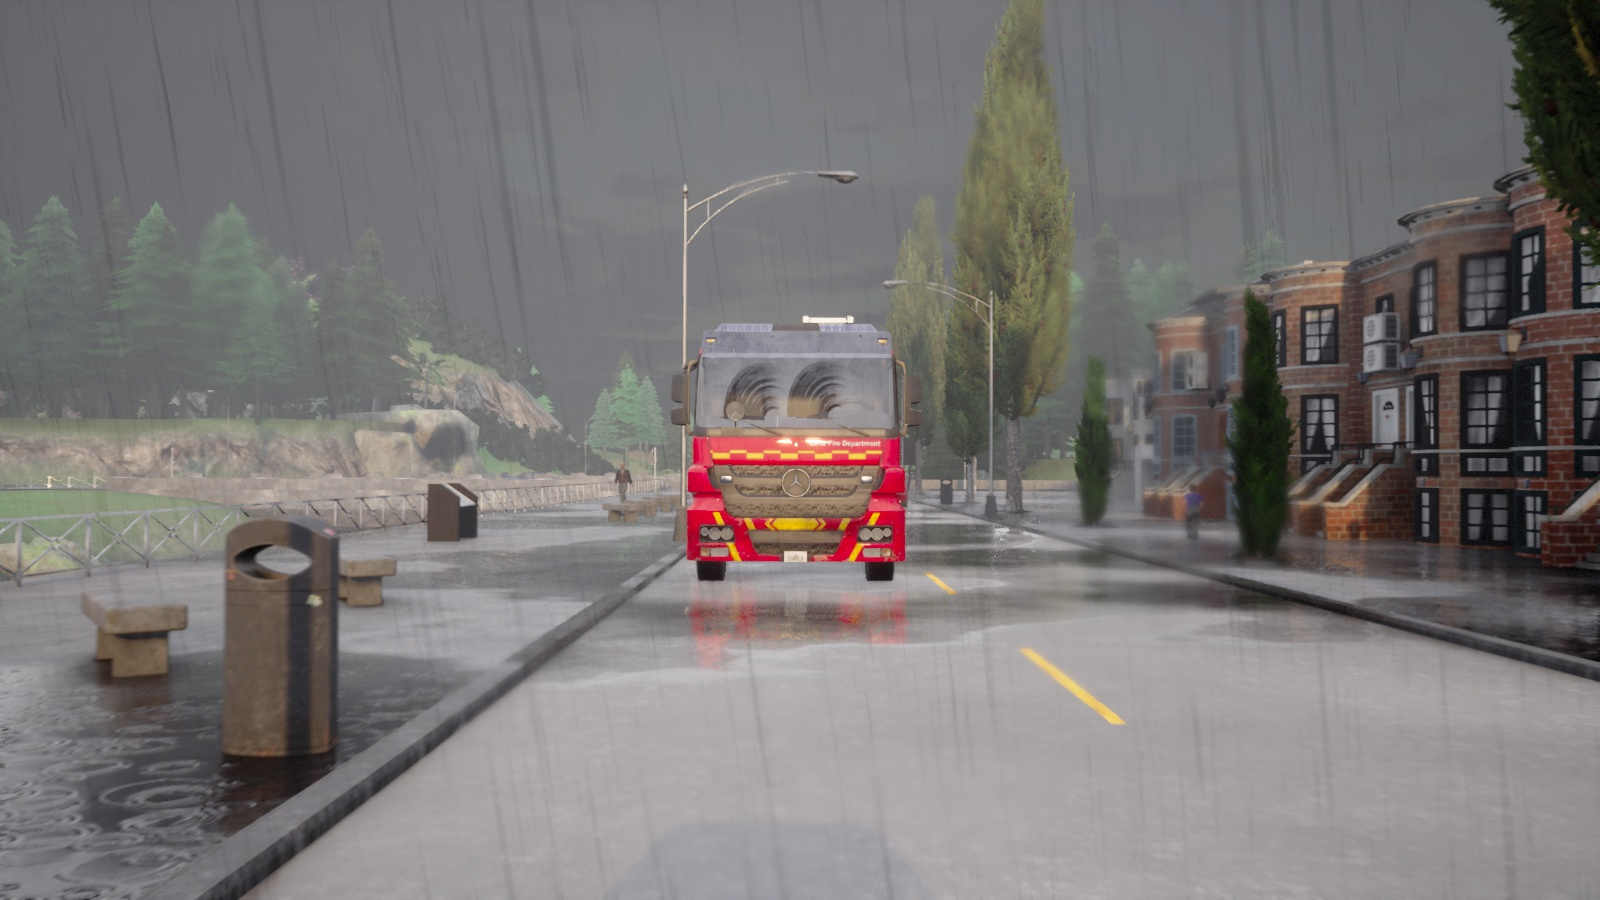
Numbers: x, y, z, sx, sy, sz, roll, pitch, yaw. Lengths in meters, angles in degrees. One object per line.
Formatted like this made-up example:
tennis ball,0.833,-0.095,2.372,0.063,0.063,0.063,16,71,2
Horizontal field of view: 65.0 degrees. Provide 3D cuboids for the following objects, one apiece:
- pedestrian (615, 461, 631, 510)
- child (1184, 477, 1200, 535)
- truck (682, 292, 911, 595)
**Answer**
pedestrian,-6.728,1.351,47.773,0.376,1.854,0.720,0,-1,15
child,8.601,1.232,27.582,0.270,1.263,0.437,0,-1,9
truck,-0.057,-0.013,20.131,2.891,3.827,8.468,0,-1,0
